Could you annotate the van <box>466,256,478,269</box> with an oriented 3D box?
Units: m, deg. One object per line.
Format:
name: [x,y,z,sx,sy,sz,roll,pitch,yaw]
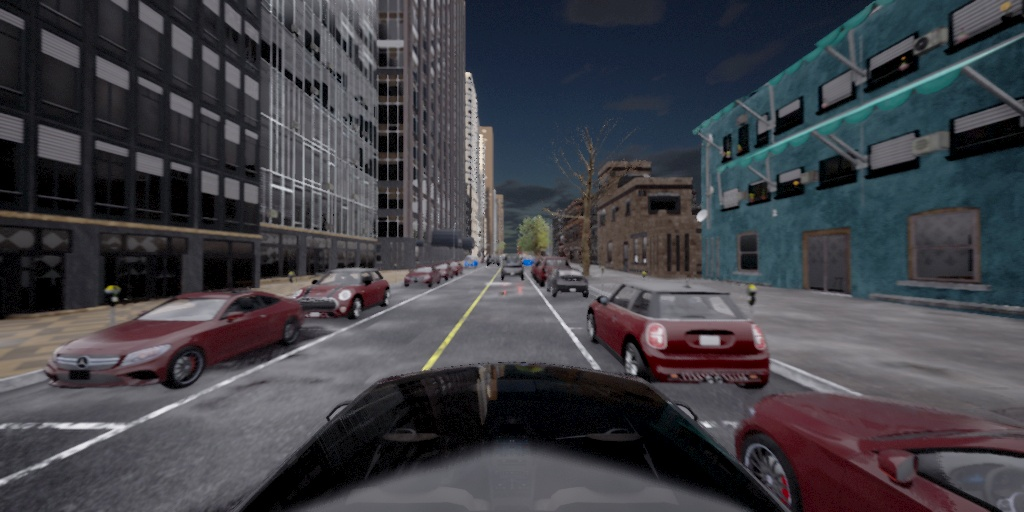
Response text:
van: [-5.797,0.883,51.186,1.690,1.789,3.998,0,0,0]

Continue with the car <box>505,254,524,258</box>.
car: [0.011,0.801,42.959,2.150,2.045,5.566,0,1,0]

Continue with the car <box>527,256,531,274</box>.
car: [2.635,0.954,29.019,2.192,1.841,5.009,0,0,0]

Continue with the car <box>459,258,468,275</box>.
car: [-5.759,1.170,34.546,1.888,1.381,4.507,0,0,0]

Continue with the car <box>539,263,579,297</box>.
car: [2.660,1.237,17.924,2.007,1.370,4.403,0,0,0]

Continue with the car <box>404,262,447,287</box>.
car: [-5.734,1.256,23.450,1.802,1.307,4.207,0,0,0]

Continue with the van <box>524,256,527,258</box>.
van: [2.571,0.843,56.752,1.690,1.789,3.998,0,0,0]

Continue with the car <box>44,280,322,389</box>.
car: [-5.695,1.321,6.813,1.802,1.307,4.207,0,0,0]

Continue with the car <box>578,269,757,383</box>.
car: [2.685,1.168,6.832,1.967,1.591,4.097,0,0,0]

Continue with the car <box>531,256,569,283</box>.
car: [2.648,0.978,23.470,2.192,1.841,5.009,0,0,0]

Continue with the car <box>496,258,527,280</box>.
car: [0.040,1.132,29.623,2.128,1.511,4.902,0,0,0]

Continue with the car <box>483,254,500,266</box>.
car: [-3.169,0.706,61.582,2.150,2.045,5.566,0,0,0]

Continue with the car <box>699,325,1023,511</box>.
car: [2.698,1.330,1.283,1.802,1.307,4.207,0,0,0]

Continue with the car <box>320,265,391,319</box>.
car: [-5.708,1.158,12.358,1.967,1.591,4.097,0,0,0]

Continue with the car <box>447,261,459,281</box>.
car: [-5.746,1.232,28.999,1.802,1.307,4.207,0,0,0]
